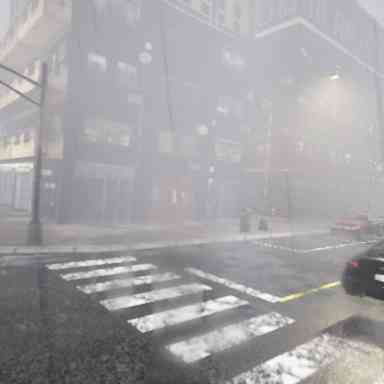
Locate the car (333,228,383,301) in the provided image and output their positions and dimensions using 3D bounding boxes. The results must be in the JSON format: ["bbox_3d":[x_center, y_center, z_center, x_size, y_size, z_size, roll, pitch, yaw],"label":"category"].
[{"bbox_3d":[5.350,1.769,7.927,4.181,1.385,1.994,3,1,-41],"label":"car"}]

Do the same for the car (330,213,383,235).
[{"bbox_3d":[9.630,1.890,19.206,4.206,1.307,1.802,3,1,-41],"label":"car"}]
